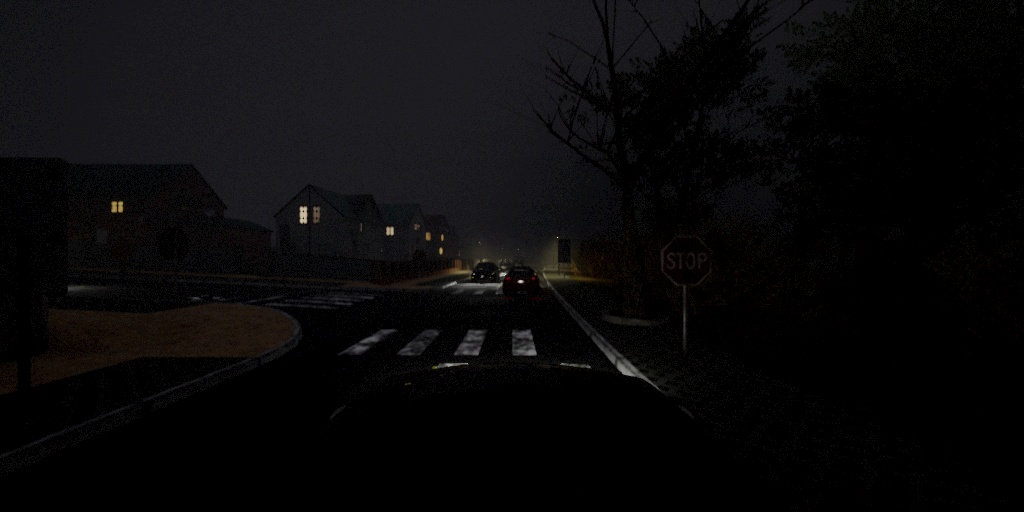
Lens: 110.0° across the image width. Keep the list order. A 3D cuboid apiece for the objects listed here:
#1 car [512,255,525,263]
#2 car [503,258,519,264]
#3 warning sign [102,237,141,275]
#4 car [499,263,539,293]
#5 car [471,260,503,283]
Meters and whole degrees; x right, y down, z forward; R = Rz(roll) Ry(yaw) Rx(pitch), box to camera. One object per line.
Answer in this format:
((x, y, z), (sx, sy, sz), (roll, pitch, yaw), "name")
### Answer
((1.046, 0.843, 61.942), (2.150, 2.045, 5.566), (0, 0, 7), "car")
((-0.734, 1.300, 45.951), (2.128, 1.511, 4.902), (0, 0, 5), "car")
((-19.835, -0.016, 18.250), (1.060, 1.860, 1.300), (0, 0, 0), "warning sign")
((0.538, 1.300, 20.548), (1.994, 1.385, 4.181), (0, 0, 2), "car")
((-2.032, 1.248, 28.298), (1.837, 1.490, 4.892), (0, 0, 3), "car")
